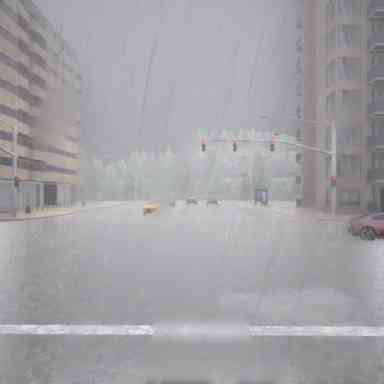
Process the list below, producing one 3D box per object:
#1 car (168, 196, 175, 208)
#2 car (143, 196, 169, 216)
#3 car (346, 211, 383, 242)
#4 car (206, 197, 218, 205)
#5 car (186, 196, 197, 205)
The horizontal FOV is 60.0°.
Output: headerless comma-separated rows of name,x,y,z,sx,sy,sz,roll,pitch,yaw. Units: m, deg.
car,-3.610,1.353,48.469,2.097,1.767,4.553,0,0,0
car,-3.617,1.478,32.685,1.882,1.535,5.008,0,0,0
car,9.472,1.564,15.491,4.181,1.385,1.994,0,0,14
car,3.603,1.547,59.488,2.033,1.411,5.357,0,0,2
car,-0.031,1.526,60.129,1.812,1.442,4.674,0,0,0
